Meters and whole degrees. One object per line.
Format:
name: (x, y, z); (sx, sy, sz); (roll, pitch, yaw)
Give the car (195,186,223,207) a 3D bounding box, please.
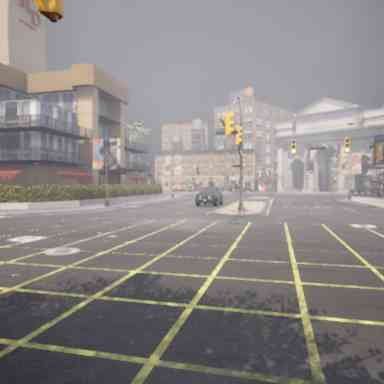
car: (1.955, 0.421, 35.810); (2.150, 2.045, 5.566); (0, 1, 15)
